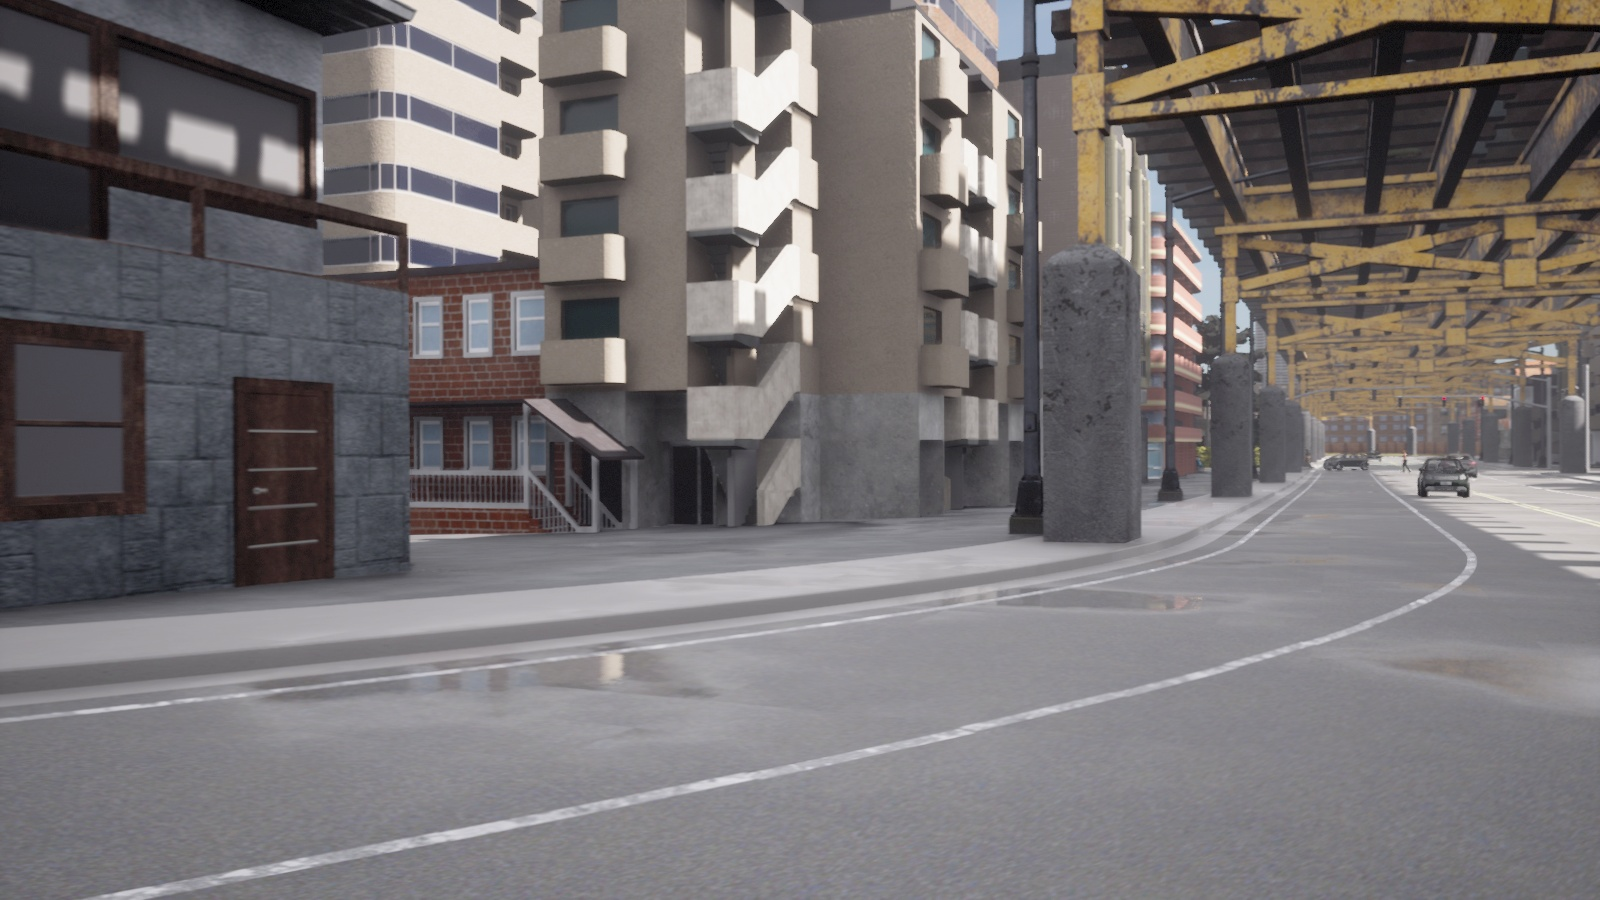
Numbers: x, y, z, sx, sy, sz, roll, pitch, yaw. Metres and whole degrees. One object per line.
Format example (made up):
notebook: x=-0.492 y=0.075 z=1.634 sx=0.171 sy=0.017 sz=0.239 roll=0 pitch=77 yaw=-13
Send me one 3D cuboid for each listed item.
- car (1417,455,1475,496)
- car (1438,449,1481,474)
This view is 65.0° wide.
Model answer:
car: x=25.301 y=0.974 z=49.300 sx=1.789 sy=1.549 sz=3.705 roll=-1 pitch=-1 yaw=24
car: x=44.964 y=0.754 z=85.696 sx=2.242 sy=1.667 sz=4.611 roll=-1 pitch=0 yaw=24
